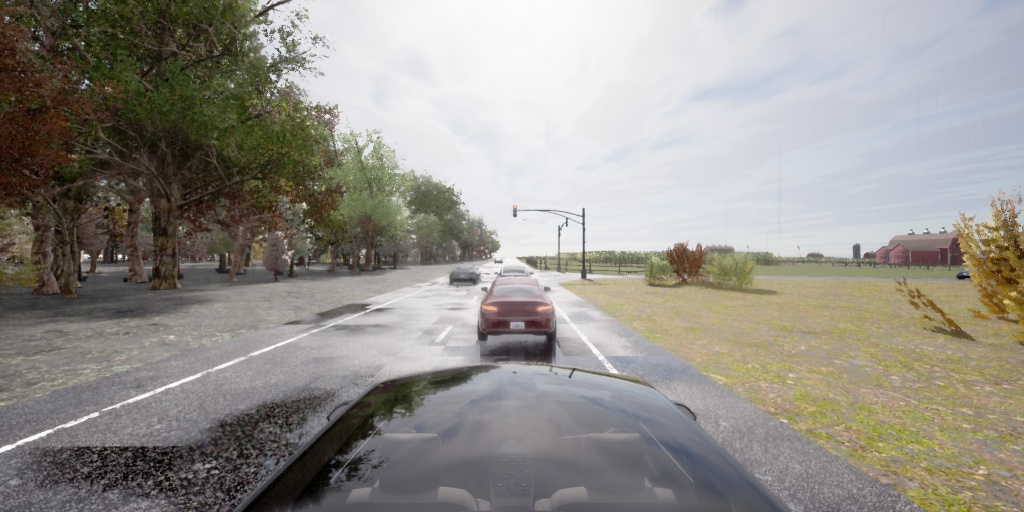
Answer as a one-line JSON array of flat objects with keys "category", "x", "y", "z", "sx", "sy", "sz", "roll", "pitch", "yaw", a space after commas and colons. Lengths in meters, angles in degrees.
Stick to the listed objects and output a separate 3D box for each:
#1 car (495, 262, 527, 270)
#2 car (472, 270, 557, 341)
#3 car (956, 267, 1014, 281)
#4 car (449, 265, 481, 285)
[{"category": "car", "x": 0.105, "y": 1.260, "z": 19.021, "sx": 1.837, "sy": 1.490, "sz": 4.892, "roll": 0, "pitch": 0, "yaw": 0}, {"category": "car", "x": 0.112, "y": 1.278, "z": 9.759, "sx": 1.812, "sy": 1.442, "sz": 4.674, "roll": 0, "pitch": 0, "yaw": 0}, {"category": "car", "x": 48.945, "y": 1.847, "z": 37.113, "sx": 4.181, "sy": 1.385, "sz": 1.994, "roll": 1, "pitch": -1, "yaw": 0}, {"category": "car", "x": -3.390, "y": 1.321, "z": 26.464, "sx": 1.994, "sy": 1.385, "sz": 4.181, "roll": 0, "pitch": 0, "yaw": 0}]
